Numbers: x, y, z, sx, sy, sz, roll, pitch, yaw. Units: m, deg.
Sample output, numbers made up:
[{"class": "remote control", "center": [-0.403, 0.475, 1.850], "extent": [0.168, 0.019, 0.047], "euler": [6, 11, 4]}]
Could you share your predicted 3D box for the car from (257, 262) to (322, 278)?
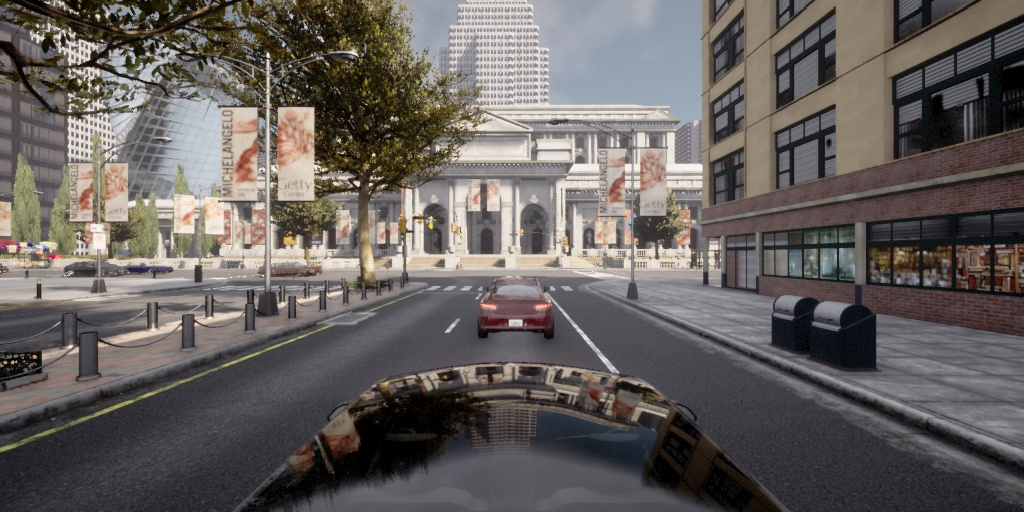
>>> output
[{"class": "car", "center": [-21.066, 1.297, 34.071], "extent": [5.357, 1.411, 2.033], "euler": [0, 0, 1]}]

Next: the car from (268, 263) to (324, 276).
[{"class": "car", "center": [-22.577, 1.351, 37.589], "extent": [4.718, 1.301, 1.895], "euler": [0, 0, 1]}]

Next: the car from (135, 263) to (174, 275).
[{"class": "car", "center": [-38.606, 1.351, 37.764], "extent": [4.718, 1.301, 1.895], "euler": [0, 0, 1]}]

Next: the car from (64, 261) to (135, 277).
[{"class": "car", "center": [-39.673, 1.254, 34.262], "extent": [4.892, 1.490, 1.837], "euler": [0, 0, 0]}]

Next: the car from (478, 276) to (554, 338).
[{"class": "car", "center": [0.118, 1.276, 10.021], "extent": [1.812, 1.442, 4.674], "euler": [0, 0, 1]}]
